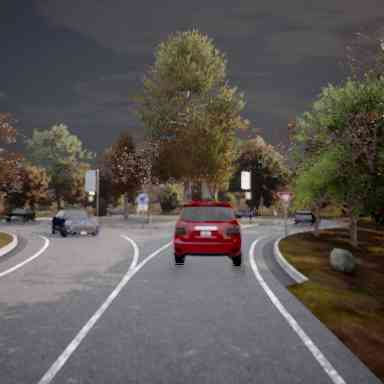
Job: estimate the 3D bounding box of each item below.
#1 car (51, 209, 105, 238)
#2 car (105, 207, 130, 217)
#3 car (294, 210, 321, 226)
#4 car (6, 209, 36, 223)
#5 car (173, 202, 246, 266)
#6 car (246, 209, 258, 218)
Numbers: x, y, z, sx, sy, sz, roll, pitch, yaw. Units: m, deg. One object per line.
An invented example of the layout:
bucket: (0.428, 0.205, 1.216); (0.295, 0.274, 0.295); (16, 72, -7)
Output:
car: (-7.407, 1.854, 21.020); (2.097, 1.767, 4.553); (2, -3, -33)
car: (-12.609, 3.253, 54.175); (4.902, 1.511, 2.128); (1, -2, -33)
car: (11.696, 2.528, 33.474); (2.128, 1.511, 4.902); (-1, -3, 31)
car: (-19.098, 2.692, 37.297); (2.128, 1.511, 4.902); (0, -3, -8)
car: (0.682, 1.388, 12.357); (2.150, 2.045, 5.566); (0, -2, 6)
car: (7.850, 3.436, 53.460); (5.357, 1.411, 2.033); (-2, -3, 40)
